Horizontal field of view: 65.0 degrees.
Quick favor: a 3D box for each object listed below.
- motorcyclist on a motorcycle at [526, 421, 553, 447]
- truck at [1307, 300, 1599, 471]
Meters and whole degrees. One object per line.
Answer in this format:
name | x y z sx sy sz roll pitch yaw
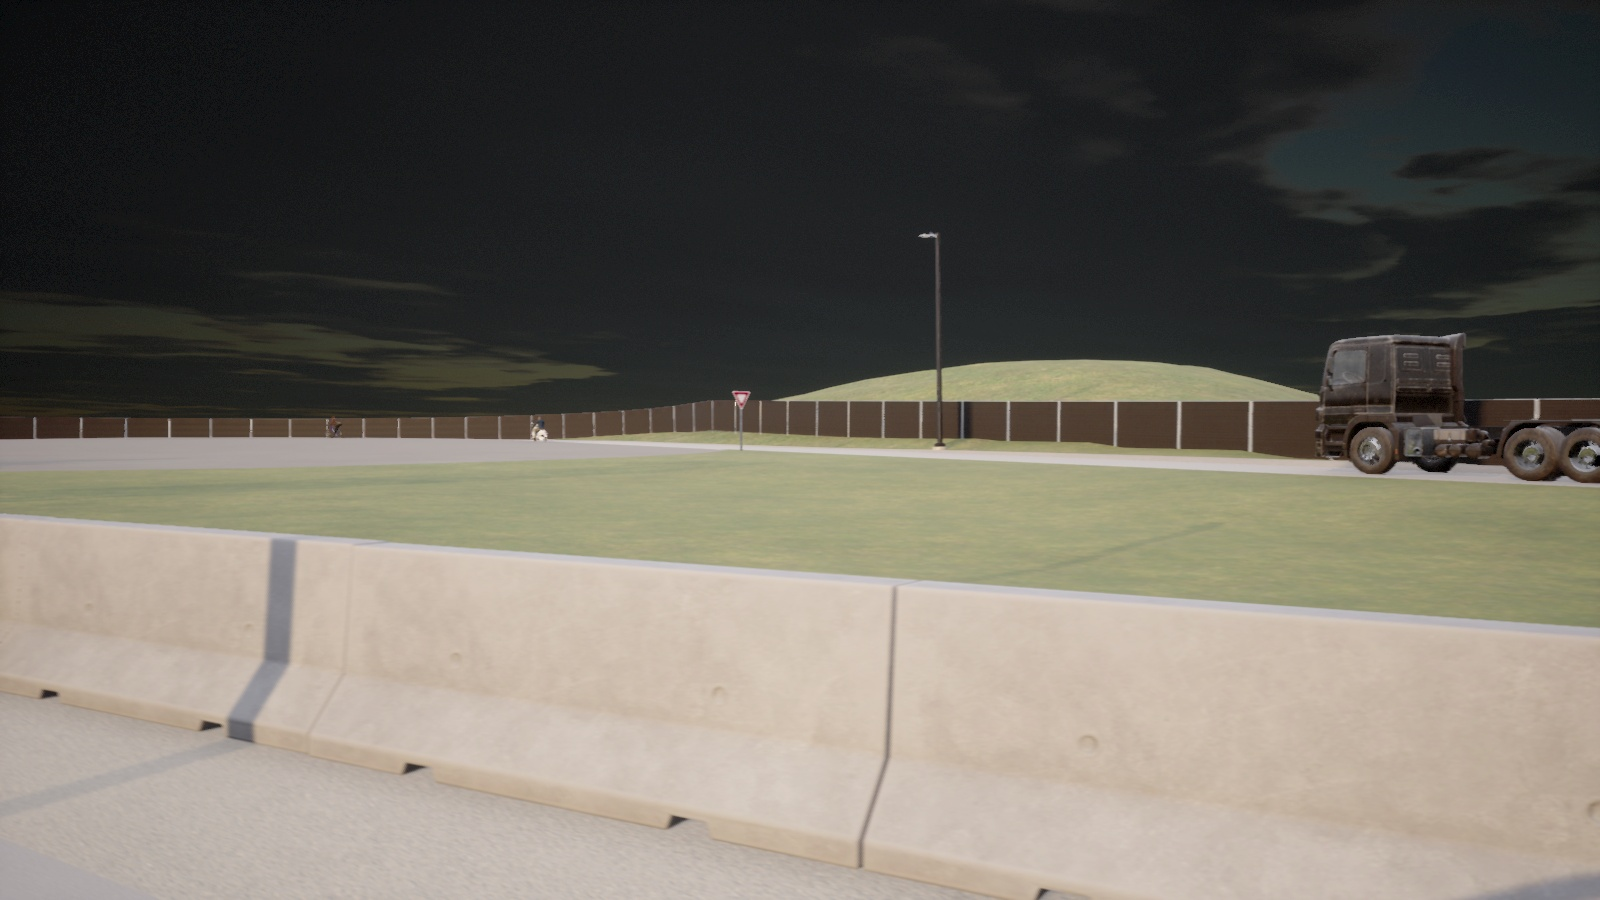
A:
motorcyclist on a motorcycle | -16.126 -0.995 77.699 0.866 1.590 1.817 -3 2 -40
truck | 15.982 -1.384 28.834 2.891 3.462 7.936 -2 1 -29
